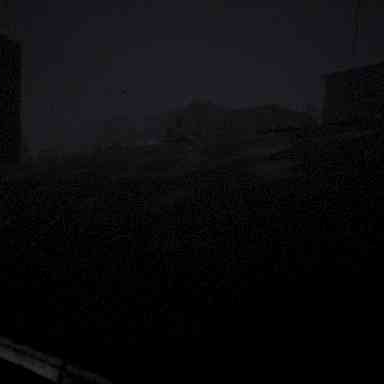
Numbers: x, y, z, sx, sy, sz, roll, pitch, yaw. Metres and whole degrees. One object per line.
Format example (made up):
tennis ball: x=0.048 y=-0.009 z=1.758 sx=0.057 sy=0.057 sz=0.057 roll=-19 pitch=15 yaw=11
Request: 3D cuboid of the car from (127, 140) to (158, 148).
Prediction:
car: x=-4.669 y=-4.986 z=36.641 sx=4.674 sy=1.452 sz=2.002 roll=3 pitch=2 yaw=44

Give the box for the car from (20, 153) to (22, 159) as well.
car: x=-32.301 y=-6.451 z=63.759 sx=5.566 sy=2.045 sz=2.435 roll=2 pitch=1 yaw=44

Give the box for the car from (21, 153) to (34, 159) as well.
car: x=-28.392 y=-6.009 z=59.922 sx=4.674 sy=1.452 sz=2.002 roll=2 pitch=1 yaw=44

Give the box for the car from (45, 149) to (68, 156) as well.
car: x=-20.515 y=-5.727 z=52.191 sx=4.892 sy=1.521 sz=2.231 roll=2 pitch=2 yaw=44

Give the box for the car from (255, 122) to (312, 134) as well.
car: x=7.055 y=-4.486 z=25.135 sx=4.892 sy=1.521 sz=2.231 roll=3 pitch=2 yaw=44

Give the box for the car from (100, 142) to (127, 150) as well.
car: x=-8.714 y=-5.337 z=40.611 sx=4.553 sy=1.767 sz=2.185 roll=3 pitch=2 yaw=44

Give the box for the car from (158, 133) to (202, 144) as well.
car: x=-0.747 y=-4.972 z=32.792 sx=4.553 sy=1.767 sz=2.185 roll=3 pitch=2 yaw=44

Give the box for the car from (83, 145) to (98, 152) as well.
car: x=-12.652 y=-5.513 z=44.476 sx=4.553 sy=1.767 sz=2.185 roll=3 pitch=2 yaw=44

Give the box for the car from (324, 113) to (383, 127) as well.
car: x=10.998 y=-4.291 z=21.277 sx=4.892 sy=1.521 sz=2.231 roll=3 pitch=2 yaw=44

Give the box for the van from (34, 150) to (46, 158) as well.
van: x=-24.361 y=-6.113 z=55.966 sx=4.442 sy=1.987 sz=1.878 roll=2 pitch=1 yaw=44
